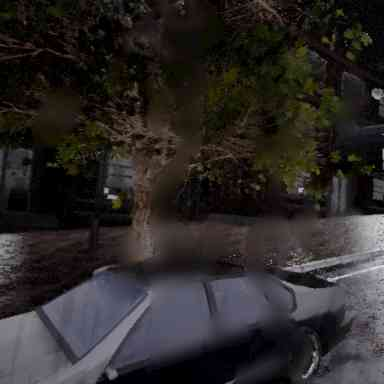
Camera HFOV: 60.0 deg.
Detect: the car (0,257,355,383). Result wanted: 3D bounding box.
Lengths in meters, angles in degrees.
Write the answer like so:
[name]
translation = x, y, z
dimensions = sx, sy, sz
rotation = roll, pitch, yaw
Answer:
[car]
translation = -0.309, 1.551, 3.770
dimensions = 5.357, 1.411, 2.033
rotation = 0, 0, -35
